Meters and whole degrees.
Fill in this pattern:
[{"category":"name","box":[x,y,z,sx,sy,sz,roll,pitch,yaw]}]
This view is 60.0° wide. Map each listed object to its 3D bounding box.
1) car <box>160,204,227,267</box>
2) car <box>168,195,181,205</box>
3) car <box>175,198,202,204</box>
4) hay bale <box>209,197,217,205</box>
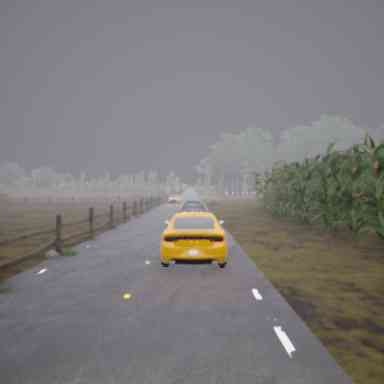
[{"category":"car","box":[0.075,1.392,11.151,1.882,1.535,5.008,0,1,1]},{"category":"car","box":[-2.726,1.166,52.527,1.882,1.535,5.008,0,0,0]},{"category":"car","box":[0.089,1.378,24.910,2.033,1.411,5.357,0,0,1]},{"category":"hay bale","box":[3.207,1.354,50.830,1.220,1.180,1.240,-1,-1,0]}]
